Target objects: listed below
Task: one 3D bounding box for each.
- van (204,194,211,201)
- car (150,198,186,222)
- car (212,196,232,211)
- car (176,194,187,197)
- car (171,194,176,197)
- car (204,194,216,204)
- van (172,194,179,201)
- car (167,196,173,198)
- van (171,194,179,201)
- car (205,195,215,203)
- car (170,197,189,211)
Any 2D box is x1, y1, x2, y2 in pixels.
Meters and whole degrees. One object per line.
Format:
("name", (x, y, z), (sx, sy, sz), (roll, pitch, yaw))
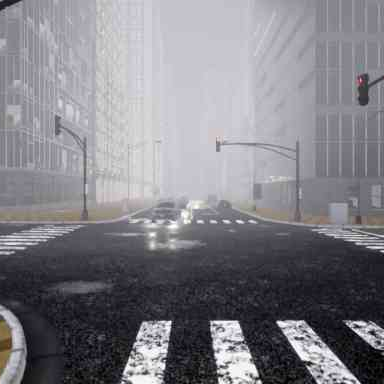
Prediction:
("van", (3.712, 1.321, 80.482), (1.690, 1.788, 3.998), (0, 0, 0))
("car", (-1.950, 1.525, 26.507), (1.837, 1.490, 4.892), (0, 0, 6))
("car", (3.926, 1.579, 41.791), (1.947, 1.339, 4.313), (0, 0, 0))
("car", (-1.569, 1.524, 63.273), (1.812, 1.442, 4.674), (0, 0, 0))
("car", (-4.097, 1.564, 63.866), (1.947, 1.339, 4.313), (0, 0, 0))
("car", (3.783, 1.313, 63.899), (2.192, 1.841, 5.009), (0, 0, 0))
("van", (-4.191, 1.315, 85.976), (1.690, 1.788, 3.998), (0, 0, 0))
("car", (-4.027, 1.593, 47.283), (1.802, 1.307, 4.206), (0, 0, 0))
("van", (-4.168, 1.321, 80.449), (1.690, 1.788, 3.998), (0, 0, 0))
("car", (3.759, 1.432, 69.428), (1.967, 1.590, 4.097), (0, 0, 0))
("car", (-1.536, 1.614, 41.253), (1.895, 1.301, 4.718), (0, 0, 0))
